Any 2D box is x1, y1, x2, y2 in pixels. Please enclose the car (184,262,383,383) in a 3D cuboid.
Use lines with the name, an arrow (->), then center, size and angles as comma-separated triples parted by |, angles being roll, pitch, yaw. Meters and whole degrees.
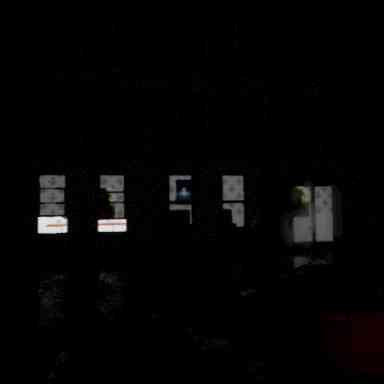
car -> 1.985, 1.698, 4.658 | 4.206, 1.307, 1.802 | 0, -2, -10
